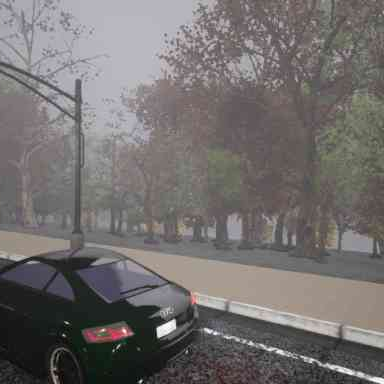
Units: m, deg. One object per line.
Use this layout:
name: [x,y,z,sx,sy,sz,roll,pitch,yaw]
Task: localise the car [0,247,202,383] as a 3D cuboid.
car: [-1.926,1.563,5.061,4.181,1.385,1.994,0,0,36]
